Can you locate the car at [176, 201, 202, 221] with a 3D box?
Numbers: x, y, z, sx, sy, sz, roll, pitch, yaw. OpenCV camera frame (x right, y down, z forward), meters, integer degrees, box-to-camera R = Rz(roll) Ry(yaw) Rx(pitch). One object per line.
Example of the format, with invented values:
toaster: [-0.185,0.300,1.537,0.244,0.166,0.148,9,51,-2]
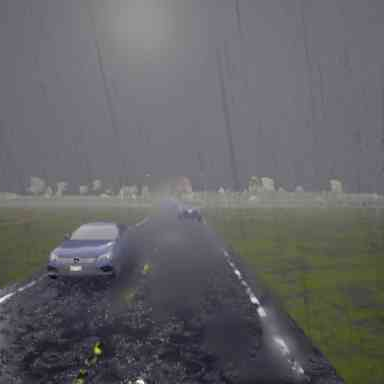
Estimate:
car: [-0.185,1.788,31.692,2.097,1.767,4.553,0,-1,-1]

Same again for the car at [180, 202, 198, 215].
car: [-0.398,2.074,42.549,2.128,1.511,4.902,0,-1,-1]

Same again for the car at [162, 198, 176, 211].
car: [-3.559,1.948,53.436,2.150,2.045,5.566,0,-1,-1]

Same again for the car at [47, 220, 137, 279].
car: [-2.907,1.676,10.637,1.812,1.442,4.674,0,-1,0]
